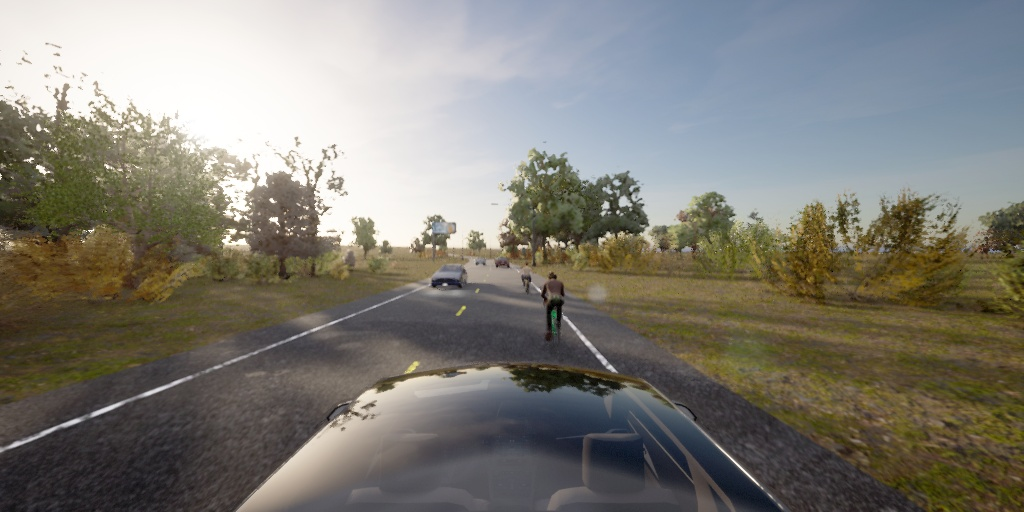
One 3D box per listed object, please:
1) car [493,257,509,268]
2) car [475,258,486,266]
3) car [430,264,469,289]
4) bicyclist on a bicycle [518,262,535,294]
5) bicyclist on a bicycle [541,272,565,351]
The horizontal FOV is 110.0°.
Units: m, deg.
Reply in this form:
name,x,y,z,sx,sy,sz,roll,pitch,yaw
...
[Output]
name,x,y,z,sx,sy,sz,roll,pitch,yaw
car,-1.568,0.930,57.538,2.097,1.767,4.553,0,0,-4
car,-5.660,1.045,65.063,2.128,1.511,4.902,0,0,-3
car,-3.868,1.243,23.103,2.033,1.411,5.357,0,0,-1
bicyclist on a bicycle,0.779,1.142,18.945,0.866,1.612,1.509,0,0,-1
bicyclist on a bicycle,0.923,1.188,7.982,0.582,1.620,1.656,0,0,0
